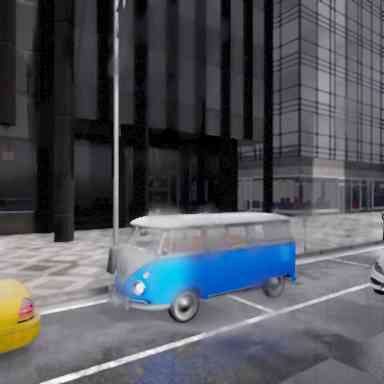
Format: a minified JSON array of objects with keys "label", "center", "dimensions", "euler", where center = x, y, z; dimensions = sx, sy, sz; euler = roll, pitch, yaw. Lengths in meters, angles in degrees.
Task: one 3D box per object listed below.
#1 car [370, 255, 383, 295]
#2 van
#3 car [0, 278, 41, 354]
[{"label":"car","center":[5.942,1.540,7.560],"dimensions":[4.674,1.442,1.812],"euler":[0,0,-35]},{"label":"van","center":[0.409,1.347,6.913],"dimensions":[3.998,1.788,1.690],"euler":[0,0,-35]},{"label":"car","center":[-4.315,1.522,3.582],"dimensions":[4.829,1.417,1.752],"euler":[0,0,-35]}]
